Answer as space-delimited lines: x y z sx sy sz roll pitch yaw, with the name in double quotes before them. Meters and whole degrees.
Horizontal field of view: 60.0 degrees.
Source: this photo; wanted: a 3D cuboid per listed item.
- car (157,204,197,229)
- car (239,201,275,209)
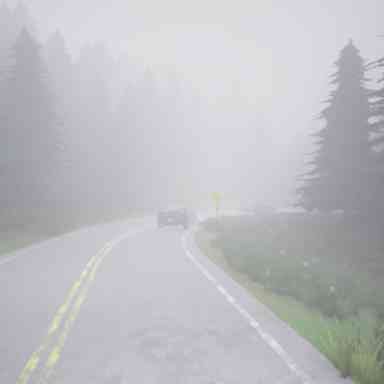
"car" -0.900 1.550 22.420 1.882 1.535 5.008 0 0 10
"car" 7.616 1.761 38.226 2.033 1.411 5.357 4 2 44
